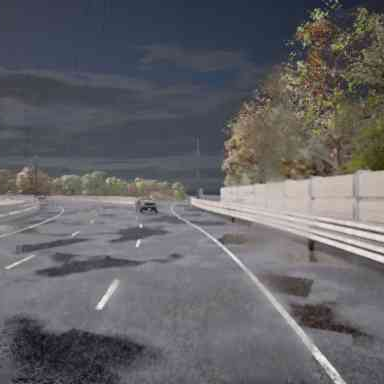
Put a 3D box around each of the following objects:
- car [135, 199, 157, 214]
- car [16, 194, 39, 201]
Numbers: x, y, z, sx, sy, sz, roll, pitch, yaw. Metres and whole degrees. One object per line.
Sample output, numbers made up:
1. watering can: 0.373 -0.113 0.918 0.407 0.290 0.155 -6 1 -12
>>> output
1. car: -5.015 1.506 36.130 1.837 1.490 4.892 1 0 -17
2. car: -39.511 1.530 79.914 5.357 1.411 2.033 0 0 43
